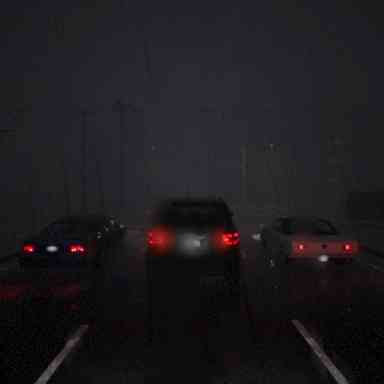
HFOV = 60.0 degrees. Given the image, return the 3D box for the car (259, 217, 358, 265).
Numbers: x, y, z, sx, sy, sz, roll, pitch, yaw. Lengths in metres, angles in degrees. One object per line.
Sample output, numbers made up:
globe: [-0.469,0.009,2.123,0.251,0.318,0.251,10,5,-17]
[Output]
car: [3.563,1.486,11.191,1.895,1.301,4.718,0,1,1]

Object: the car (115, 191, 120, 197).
car: [-19.768,0.626,85.937,1.837,1.490,4.892,0,1,0]

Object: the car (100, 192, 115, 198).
car: [-19.774,0.770,76.871,1.994,1.385,4.181,0,1,0]

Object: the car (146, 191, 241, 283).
car: [0.048,1.125,9.490,2.150,2.045,5.566,0,1,0]

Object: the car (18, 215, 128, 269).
car: [-3.442,1.436,10.743,2.033,1.411,5.357,0,0,1]
